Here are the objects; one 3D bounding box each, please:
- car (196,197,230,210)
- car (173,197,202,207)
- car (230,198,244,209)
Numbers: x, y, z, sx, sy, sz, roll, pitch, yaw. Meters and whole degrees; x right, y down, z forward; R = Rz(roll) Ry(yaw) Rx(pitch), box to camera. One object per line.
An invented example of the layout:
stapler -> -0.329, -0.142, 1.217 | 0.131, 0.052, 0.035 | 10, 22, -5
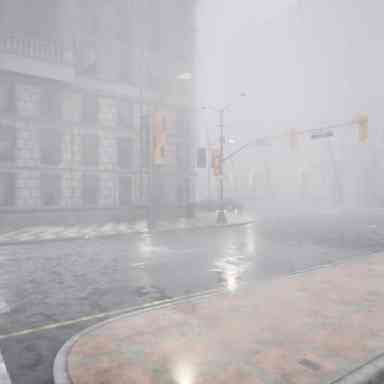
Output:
car -> 2.326, 1.564, 42.245 | 1.994, 1.385, 4.181 | 0, 0, -36
car -> -0.798, 1.547, 52.624 | 2.033, 1.411, 5.357 | 0, 0, -35
car -> 4.887, 1.505, 44.678 | 1.837, 1.490, 4.892 | 0, 0, -36
